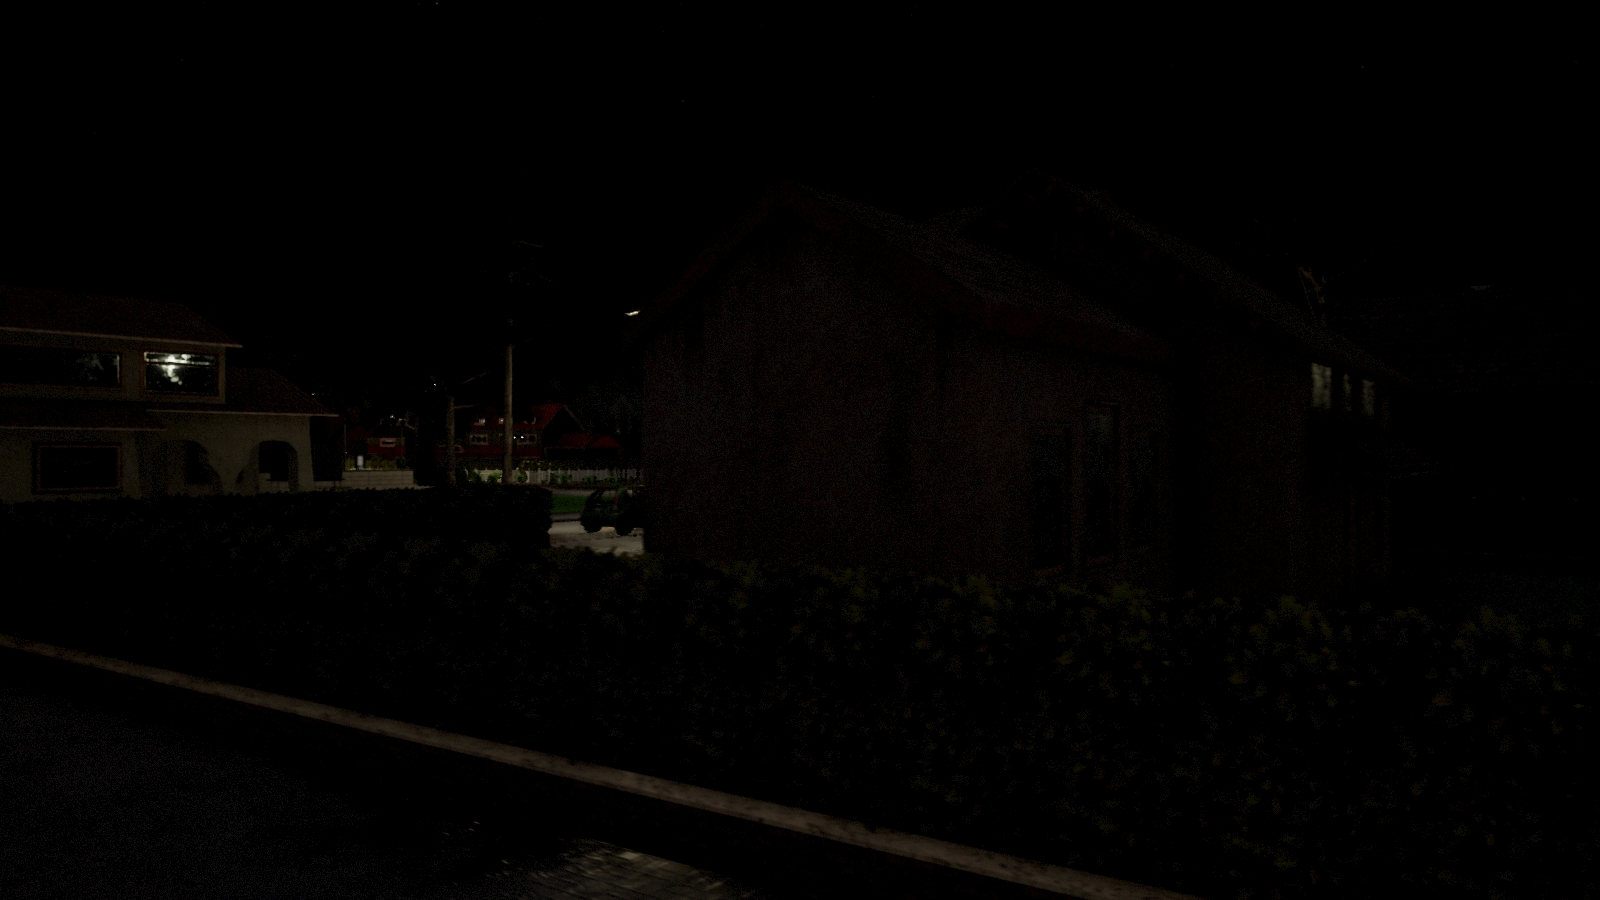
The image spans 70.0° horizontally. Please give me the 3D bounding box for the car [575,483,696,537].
[{"bbox_3d":[-5.579,2.001,39.178,1.851,1.617,3.988,0,0,35],"label":"car"}]
